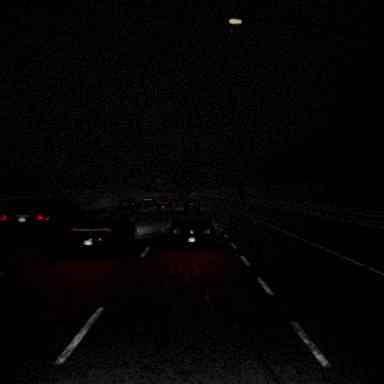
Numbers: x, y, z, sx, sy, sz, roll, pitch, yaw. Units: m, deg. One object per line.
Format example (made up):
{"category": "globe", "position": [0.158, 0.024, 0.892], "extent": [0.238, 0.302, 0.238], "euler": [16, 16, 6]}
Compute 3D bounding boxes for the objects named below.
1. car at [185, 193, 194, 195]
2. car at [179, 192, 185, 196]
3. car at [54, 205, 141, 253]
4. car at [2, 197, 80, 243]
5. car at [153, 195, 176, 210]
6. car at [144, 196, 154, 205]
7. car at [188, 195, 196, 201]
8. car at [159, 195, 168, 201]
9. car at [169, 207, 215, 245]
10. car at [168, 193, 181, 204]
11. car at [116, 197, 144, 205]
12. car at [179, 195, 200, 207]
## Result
{"category": "car", "position": [-0.020, 1.422, 64.029], "extent": [1.882, 1.535, 5.008], "euler": [0, 0, 0]}
{"category": "car", "position": [-3.527, 1.459, 81.158], "extent": [2.033, 1.411, 5.357], "euler": [0, 0, 0]}
{"category": "car", "position": [-3.505, 1.501, 13.645], "extent": [2.128, 1.511, 4.902], "euler": [0, 0, 0]}
{"category": "car", "position": [-7.005, 1.231, 16.397], "extent": [2.150, 2.045, 5.566], "euler": [0, 0, 0]}
{"category": "car", "position": [-3.514, 1.491, 43.327], "extent": [1.837, 1.490, 4.892], "euler": [0, 0, 0]}
{"category": "car", "position": [-7.018, 1.449, 55.921], "extent": [2.128, 1.511, 4.902], "euler": [0, 0, 0]}
{"category": "car", "position": [-0.027, 1.444, 81.160], "extent": [1.812, 1.442, 4.674], "euler": [0, 0, 0]}
{"category": "car", "position": [-7.027, 1.443, 81.159], "extent": [1.812, 1.442, 4.674], "euler": [0, 0, 0]}
{"category": "car", "position": [-0.005, 1.611, 15.447], "extent": [1.895, 1.301, 4.718], "euler": [0, 0, 0]}
{"category": "car", "position": [-3.519, 1.428, 60.430], "extent": [1.882, 1.535, 5.008], "euler": [0, 0, 0]}
{"category": "car", "position": [-7.013, 1.346, 36.961], "extent": [2.097, 1.767, 4.553], "euler": [0, 0, 0]}
{"category": "car", "position": [-0.013, 1.486, 37.933], "extent": [2.128, 1.511, 4.902], "euler": [0, 0, 0]}
